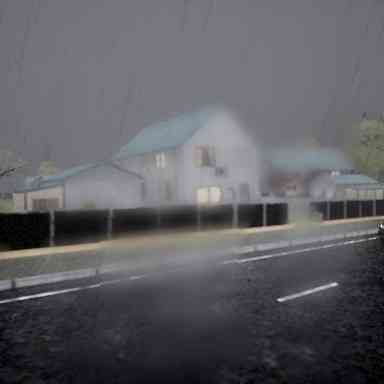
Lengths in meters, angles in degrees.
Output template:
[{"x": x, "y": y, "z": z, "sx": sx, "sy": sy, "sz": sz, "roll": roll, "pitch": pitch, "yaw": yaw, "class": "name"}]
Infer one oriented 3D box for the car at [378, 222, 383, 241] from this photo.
[{"x": 10.178, "y": 1.429, "z": 14.813, "sx": 4.674, "sy": 1.442, "sz": 1.812, "roll": 0, "pitch": 0, "yaw": -35, "class": "car"}]
